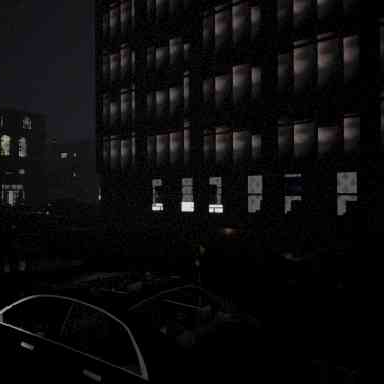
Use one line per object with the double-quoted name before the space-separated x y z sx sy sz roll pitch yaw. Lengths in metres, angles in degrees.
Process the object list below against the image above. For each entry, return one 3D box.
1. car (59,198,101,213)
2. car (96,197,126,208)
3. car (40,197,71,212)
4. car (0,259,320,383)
"car" -12.197 1.683 37.287 1.802 1.307 4.206 -1 -1 36
"car" -12.416 1.643 51.193 1.967 1.590 4.097 -1 -1 36
"car" -16.394 1.489 41.408 2.097 1.767 4.553 0 -1 37
"car" -0.978 1.551 3.574 4.403 1.369 2.008 0 0 35
